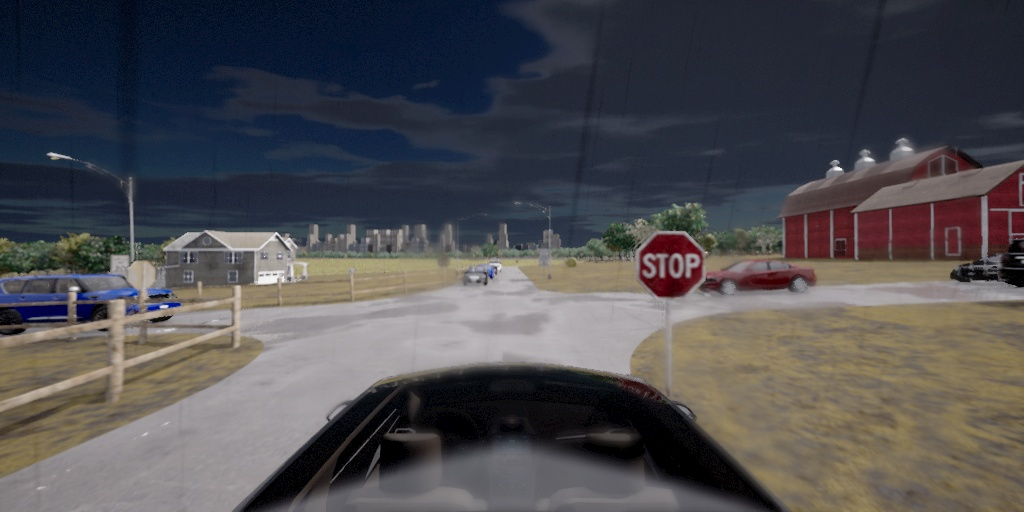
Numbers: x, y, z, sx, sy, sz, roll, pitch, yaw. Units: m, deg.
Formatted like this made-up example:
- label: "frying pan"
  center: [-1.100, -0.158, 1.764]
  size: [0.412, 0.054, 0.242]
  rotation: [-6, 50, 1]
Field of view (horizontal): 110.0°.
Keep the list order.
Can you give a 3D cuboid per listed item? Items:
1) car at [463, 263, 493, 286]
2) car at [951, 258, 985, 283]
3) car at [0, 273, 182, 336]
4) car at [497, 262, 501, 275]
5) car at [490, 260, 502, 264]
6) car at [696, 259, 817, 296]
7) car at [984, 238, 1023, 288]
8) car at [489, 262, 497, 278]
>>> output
- label: "car"
  center: [-2.853, 1.566, 28.972]
  size: [2.128, 1.511, 4.902]
  rotation: [0, -1, -1]
- label: "car"
  center: [22.979, 0.554, 16.387]
  size: [4.181, 1.385, 1.994]
  rotation: [-2, -1, 0]
- label: "car"
  center: [-15.748, 1.664, 13.323]
  size: [5.566, 2.045, 2.150]
  rotation: [-2, -1, -1]
- label: "car"
  center: [-2.919, 1.890, 48.466]
  size: [1.994, 1.385, 4.181]
  rotation: [0, -1, 0]
- label: "car"
  center: [-2.914, 1.728, 60.772]
  size: [2.150, 2.045, 5.566]
  rotation: [0, -1, 0]
- label: "car"
  center: [10.911, 0.918, 16.343]
  size: [5.008, 1.535, 1.882]
  rotation: [-2, -1, 0]
- label: "car"
  center: [22.085, 0.210, 13.473]
  size: [5.566, 2.045, 2.150]
  rotation: [-2, -1, 0]
- label: "car"
  center: [-2.910, 1.670, 38.504]
  size: [1.882, 1.535, 5.008]
  rotation: [0, -1, 0]
